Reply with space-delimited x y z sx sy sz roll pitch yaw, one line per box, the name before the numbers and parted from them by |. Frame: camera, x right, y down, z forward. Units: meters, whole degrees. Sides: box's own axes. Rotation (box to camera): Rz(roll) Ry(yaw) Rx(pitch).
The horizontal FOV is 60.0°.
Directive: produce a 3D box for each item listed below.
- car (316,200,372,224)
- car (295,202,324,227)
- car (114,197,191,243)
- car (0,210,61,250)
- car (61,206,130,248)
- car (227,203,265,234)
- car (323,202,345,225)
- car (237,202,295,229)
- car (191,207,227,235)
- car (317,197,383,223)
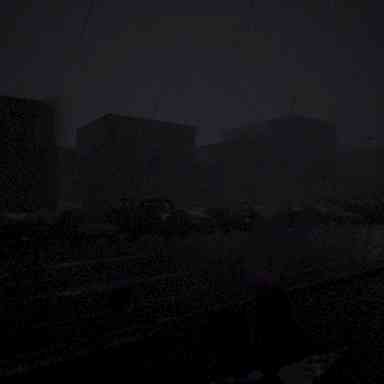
car | 10.810 1.679 26.333 1.946 1.575 5.366 1 0 -36
car | 6.220 1.624 23.276 2.097 1.535 5.008 1 0 -36
car | -2.773 1.279 16.894 2.435 2.045 5.566 1 0 -36
car | -7.242 1.488 13.661 2.097 1.535 5.008 0 0 -36
car | -4.986 1.538 15.243 2.163 1.488 4.792 0 0 -36
car | 1.712 1.606 20.098 2.163 1.488 4.792 1 0 -36
car | 8.460 1.692 24.879 2.002 1.452 4.674 1 0 -36
car | 3.956 1.475 21.703 2.185 1.767 4.553 1 0 -36
car | -0.513 1.593 18.470 2.002 1.452 4.674 1 0 -36
car | 12.961 1.470 28.062 2.435 2.045 5.566 1 -1 -36
